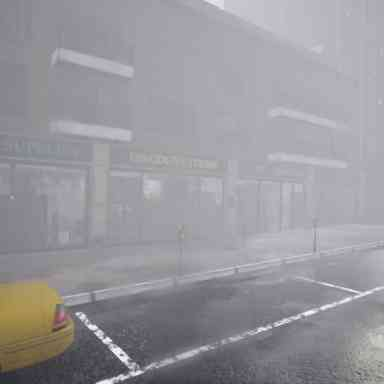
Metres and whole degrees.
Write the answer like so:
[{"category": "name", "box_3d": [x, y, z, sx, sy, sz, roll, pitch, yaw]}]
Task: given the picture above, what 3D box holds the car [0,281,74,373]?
[{"category": "car", "box_3d": [-3.789, 1.525, 3.368, 4.829, 1.417, 1.752, 0, 2, -35]}]
